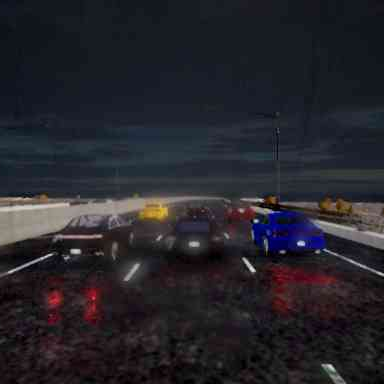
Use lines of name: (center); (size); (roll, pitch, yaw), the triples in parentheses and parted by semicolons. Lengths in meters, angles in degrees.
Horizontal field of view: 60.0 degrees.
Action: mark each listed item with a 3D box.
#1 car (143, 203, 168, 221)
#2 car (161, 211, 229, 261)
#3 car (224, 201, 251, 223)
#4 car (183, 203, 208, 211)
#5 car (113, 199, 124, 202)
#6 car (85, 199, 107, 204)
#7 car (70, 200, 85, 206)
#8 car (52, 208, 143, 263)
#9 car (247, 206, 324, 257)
car: (-3.177, 1.645, 28.400); (1.882, 1.535, 5.008); (0, 0, 1)
car: (0.111, 1.630, 12.503); (1.994, 1.385, 4.181); (0, 0, 1)
car: (3.790, 1.510, 27.053); (2.097, 1.767, 4.553); (0, 0, 1)
car: (0.292, 1.651, 27.167); (2.128, 1.511, 4.902); (0, 0, 1)
car: (-12.986, 1.925, 58.811); (1.812, 1.442, 4.674); (0, 0, 3)
car: (-16.471, 1.948, 58.939); (2.033, 1.411, 5.357); (0, 0, 3)
car: (-19.969, 2.002, 59.065); (1.895, 1.301, 4.718); (0, 0, 3)
car: (-3.395, 1.555, 12.248); (2.128, 1.511, 4.902); (0, 0, 1)
car: (3.625, 1.549, 13.385); (1.882, 1.535, 5.008); (0, 0, 1)
